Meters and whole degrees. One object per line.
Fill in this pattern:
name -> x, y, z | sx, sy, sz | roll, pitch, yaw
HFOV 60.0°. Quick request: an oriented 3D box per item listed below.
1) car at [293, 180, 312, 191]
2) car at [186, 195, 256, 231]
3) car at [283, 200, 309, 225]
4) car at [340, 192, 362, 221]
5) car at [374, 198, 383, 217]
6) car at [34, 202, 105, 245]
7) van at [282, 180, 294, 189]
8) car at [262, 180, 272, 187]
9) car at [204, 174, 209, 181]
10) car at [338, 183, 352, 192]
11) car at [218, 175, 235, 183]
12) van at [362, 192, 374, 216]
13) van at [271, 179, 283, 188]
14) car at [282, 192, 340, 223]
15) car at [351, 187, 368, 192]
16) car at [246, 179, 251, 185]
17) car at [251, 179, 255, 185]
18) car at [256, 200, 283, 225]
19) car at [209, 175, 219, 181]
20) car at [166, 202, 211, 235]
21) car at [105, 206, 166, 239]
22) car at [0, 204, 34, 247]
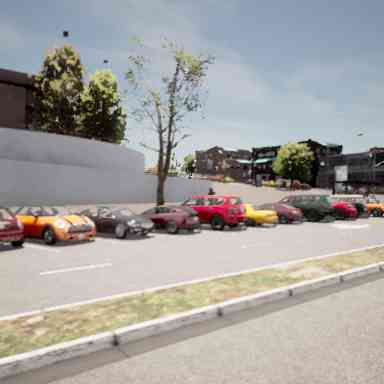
car -> 23.576, -1.057, 69.445 | 2.231, 1.521, 4.892 | 7, 3, 35
car -> 0.752, 1.235, 20.768 | 5.566, 2.045, 2.435 | -1, -1, 35
car -> 5.681, 1.529, 24.221 | 4.674, 1.452, 2.002 | -1, -1, 35
car -> 10.623, 1.240, 27.681 | 5.566, 2.045, 2.435 | -1, -1, 35
car -> 15.572, 1.370, 31.099 | 4.553, 1.767, 2.185 | -1, -1, 35
car -> -6.581, 1.363, 15.554 | 4.553, 1.767, 2.185 | -1, -1, 35
van -> 21.817, -1.555, 71.808 | 1.878, 1.987, 4.442 | 7, 4, 35
car -> 18.515, -1.876, 77.011 | 1.946, 1.575, 5.366 | 7, 3, 35
car -> 6.197, -3.912, 94.034 | 2.185, 1.767, 4.553 | 6, 3, 34
car -> 28.784, -0.491, 62.057 | 2.435, 2.045, 5.566 | 7, 3, 35
car -> 9.841, -3.239, 89.307 | 1.946, 1.575, 5.366 | 7, 3, 34
van -> 13.162, 1.266, 29.350 | 4.442, 1.987, 1.878 | -1, -1, 35
van -> 20.089, -1.828, 74.280 | 1.878, 1.987, 4.442 | 7, 4, 35
car -> 8.108, 1.239, 25.977 | 5.566, 2.045, 2.435 | -1, -1, 35
car -> 30.474, 0.071, 59.584 | 2.002, 1.452, 4.674 | 7, 3, 35
car -> 14.943, -2.380, 81.795 | 2.002, 1.452, 4.674 | 7, 3, 35
car -> 16.685, -2.107, 79.333 | 2.002, 1.452, 4.674 | 7, 4, 35
car -> 3.073, 1.487, 22.594 | 5.366, 1.575, 1.946 | -1, -1, 35
car -> 7.990, -3.761, 91.567 | 2.435, 2.045, 5.566 | 7, 4, 34
car -> -1.693, 1.515, 19.024 | 4.792, 1.488, 2.163 | -1, 0, 35
car -> -4.114, 1.488, 17.279 | 4.892, 1.521, 2.231 | -1, -1, 35
car -> -8.977, 1.366, 13.771 | 4.553, 1.767, 2.185 | -1, 0, 35
